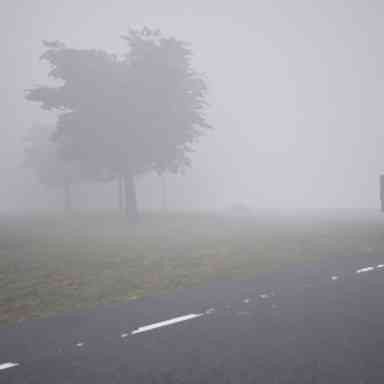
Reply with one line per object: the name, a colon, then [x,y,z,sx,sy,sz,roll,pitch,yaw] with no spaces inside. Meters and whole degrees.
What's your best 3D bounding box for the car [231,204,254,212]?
car: [8.858,2.833,59.113,1.812,1.442,4.674,-2,0,-35]
